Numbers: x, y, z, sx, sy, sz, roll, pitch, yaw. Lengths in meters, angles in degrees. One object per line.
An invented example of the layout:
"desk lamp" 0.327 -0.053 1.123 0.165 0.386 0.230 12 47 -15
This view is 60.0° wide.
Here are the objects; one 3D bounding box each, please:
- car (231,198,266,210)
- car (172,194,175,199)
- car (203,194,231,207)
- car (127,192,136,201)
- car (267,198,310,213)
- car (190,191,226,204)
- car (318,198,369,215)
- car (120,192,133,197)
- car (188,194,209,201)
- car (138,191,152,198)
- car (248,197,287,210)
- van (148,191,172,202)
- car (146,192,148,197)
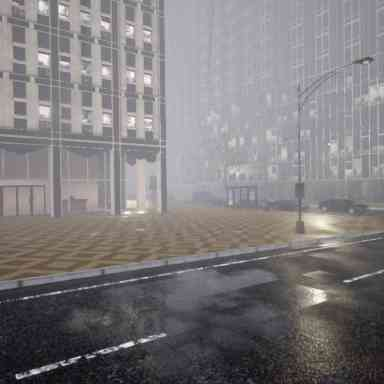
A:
"car" 7.082 1.388 39.572 1.802 1.307 4.206 0 1 -34
"car" -5.195 0.936 72.497 1.802 1.307 4.206 0 1 -34
"car" 3.916 1.320 44.292 1.947 1.339 4.313 0 1 -34
"car" -12.108 1.040 67.759 2.008 1.369 4.403 0 1 -34
"car" 10.282 1.424 34.872 1.947 1.339 4.313 0 1 -34
"car" 2.190 0.872 51.487 2.150 2.045 5.566 -1 1 -34
"car" 14.889 1.358 32.925 1.837 1.490 4.892 -1 1 -34
"car" -18.050 0.689 91.247 2.008 1.369 4.403 0 1 -34
"car" 1.232 1.044 63.121 1.802 1.307 4.206 0 1 -34
"car" -11.623 0.687 81.870 1.967 1.590 4.097 0 1 -34
"car" 9.280 1.364 41.130 1.895 1.301 4.718 -1 1 -34
"van" -5.680 0.938 58.381 1.690 1.788 3.998 0 1 -34
"car" -8.409 0.616 77.181 2.192 1.841 5.009 0 1 -34
